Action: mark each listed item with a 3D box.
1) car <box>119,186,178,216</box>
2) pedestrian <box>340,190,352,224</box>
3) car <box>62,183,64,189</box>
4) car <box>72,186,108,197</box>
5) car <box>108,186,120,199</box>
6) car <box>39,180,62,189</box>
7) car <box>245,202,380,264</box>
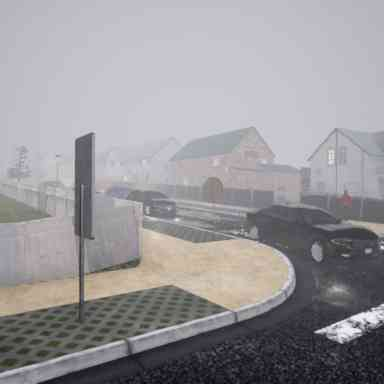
[{"bbox_3d":[-2.728,0.620,21.598,1.837,1.490,4.892,0,3,-35],"label":"car"},{"bbox_3d":[7.796,0.768,16.924,0.375,1.860,0.375,4,-2,-35],"label":"pedestrian"},{"bbox_3d":[-22.331,-1.160,54.223,1.837,1.490,4.892,0,2,-36],"label":"car"},{"bbox_3d":[-10.087,0.022,31.944,1.837,1.490,4.892,0,2,-35],"label":"car"},{"bbox_3d":[-7.214,0.099,32.981,1.812,1.442,4.674,0,2,-35],"label":"car"},{"bbox_3d":[-19.704,-0.761,45.603,1.837,1.490,4.892,0,2,-35],"label":"car"},{"bbox_3d":[3.771,1.190,11.283,1.882,1.535,5.008,1,3,-25],"label":"car"}]
